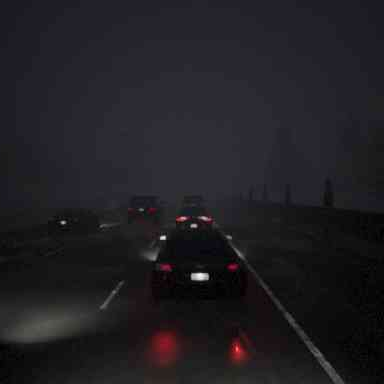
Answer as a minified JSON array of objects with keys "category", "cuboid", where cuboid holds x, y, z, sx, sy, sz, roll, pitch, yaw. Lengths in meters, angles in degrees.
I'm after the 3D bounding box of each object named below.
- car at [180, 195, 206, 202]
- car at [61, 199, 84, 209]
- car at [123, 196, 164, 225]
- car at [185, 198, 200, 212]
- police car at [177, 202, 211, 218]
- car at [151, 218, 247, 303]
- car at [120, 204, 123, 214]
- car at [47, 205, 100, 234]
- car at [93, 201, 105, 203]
[{"category":"car","cuboid":[0.101,1.320,30.948,2.150,2.045,5.566,0,0,0]},{"category":"car","cuboid":[-17.624,1.718,49.285,1.994,1.385,4.181,0,0,-1]},{"category":"car","cuboid":[-3.402,1.300,25.024,2.150,2.045,5.566,0,0,0]},{"category":"car","cuboid":[0.073,1.588,42.163,1.801,1.575,5.366,0,0,0]},{"category":"police car","cuboid":[0.099,1.563,19.351,2.038,1.542,4.974,0,0,0]},{"category":"car","cuboid":[0.116,1.590,8.345,1.994,1.385,4.181,0,0,-1]},{"category":"car","cuboid":[-6.907,1.643,37.630,1.812,1.442,4.674,0,0,0]},{"category":"car","cuboid":[-6.901,1.626,19.839,1.994,1.385,4.181,0,0,0]},{"category":"car","cuboid":[-14.138,1.530,50.808,2.097,1.767,4.553,0,0,-2]}]
